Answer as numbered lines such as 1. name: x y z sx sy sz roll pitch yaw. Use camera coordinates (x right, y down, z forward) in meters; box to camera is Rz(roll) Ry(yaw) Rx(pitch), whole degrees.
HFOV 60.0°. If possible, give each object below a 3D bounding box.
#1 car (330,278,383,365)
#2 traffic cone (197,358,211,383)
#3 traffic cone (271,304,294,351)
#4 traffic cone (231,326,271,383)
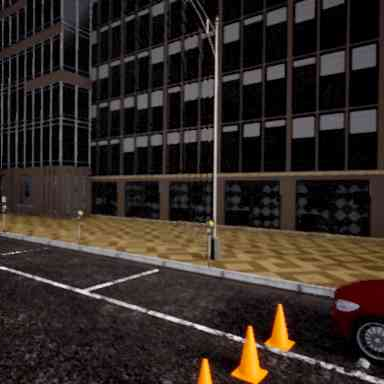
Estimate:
1. car: 3.995 1.605 4.143 4.206 1.307 1.802 1 0 36
2. traffic cone: 0.122 1.939 3.272 0.340 0.580 0.340 1 0 36
3. traffic cone: 1.287 1.942 4.897 0.340 0.580 0.340 1 0 36
4. traffic cone: 0.705 1.941 4.085 0.340 0.580 0.340 1 0 36
